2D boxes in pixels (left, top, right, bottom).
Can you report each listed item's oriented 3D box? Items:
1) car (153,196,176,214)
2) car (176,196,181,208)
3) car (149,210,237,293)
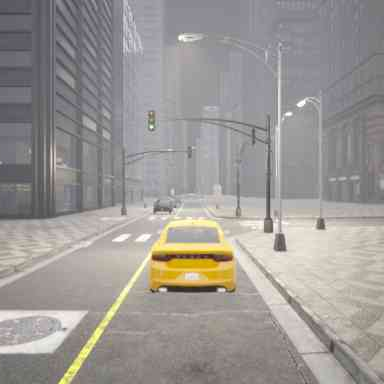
[{"bbox_3d":[-3.099,1.487,36.476,1.882,1.535,5.008,0,0,0],"label":"car"},{"bbox_3d":[-3.092,1.562,47.095,2.033,1.411,5.357,0,0,0],"label":"car"},{"bbox_3d":[0.036,1.479,8.929,1.882,1.535,5.008,0,0,1],"label":"car"}]
